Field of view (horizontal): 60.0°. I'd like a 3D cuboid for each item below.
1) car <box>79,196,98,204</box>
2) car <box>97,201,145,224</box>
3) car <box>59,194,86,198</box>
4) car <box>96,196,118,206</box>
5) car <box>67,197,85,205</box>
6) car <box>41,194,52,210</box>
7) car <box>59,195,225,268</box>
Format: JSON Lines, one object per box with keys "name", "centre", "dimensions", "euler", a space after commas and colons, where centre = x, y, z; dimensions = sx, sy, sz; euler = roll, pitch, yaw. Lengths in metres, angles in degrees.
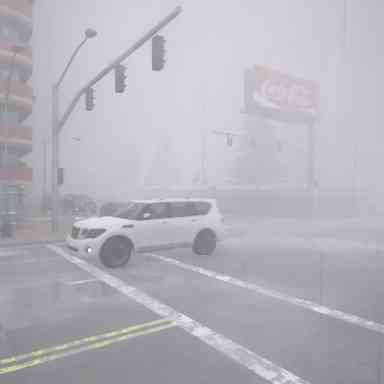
{"name": "car", "centre": [-19.973, 1.478, 64.047], "dimensions": [1.882, 1.535, 5.008], "euler": [0, 0, -36]}
{"name": "car", "centre": [-5.649, 1.505, 25.824], "dimensions": [1.837, 1.490, 4.892], "euler": [0, 0, -36]}
{"name": "car", "centre": [-11.645, 1.221, 34.161], "dimensions": [2.150, 2.045, 5.566], "euler": [0, 0, -36]}
{"name": "car", "centre": [-14.483, 1.505, 56.418], "dimensions": [1.837, 1.490, 4.892], "euler": [0, 0, -36]}
{"name": "car", "centre": [-20.554, 1.564, 58.864], "dimensions": [1.994, 1.385, 4.181], "euler": [0, 0, -36]}
{"name": "car", "centre": [-17.801, 1.221, 42.734], "dimensions": [2.150, 2.045, 5.566], "euler": [0, 0, -35]}
{"name": "car", "centre": [-1.367, 1.224, 11.608], "dimensions": [5.566, 2.045, 2.150], "euler": [0, 0, -35]}
